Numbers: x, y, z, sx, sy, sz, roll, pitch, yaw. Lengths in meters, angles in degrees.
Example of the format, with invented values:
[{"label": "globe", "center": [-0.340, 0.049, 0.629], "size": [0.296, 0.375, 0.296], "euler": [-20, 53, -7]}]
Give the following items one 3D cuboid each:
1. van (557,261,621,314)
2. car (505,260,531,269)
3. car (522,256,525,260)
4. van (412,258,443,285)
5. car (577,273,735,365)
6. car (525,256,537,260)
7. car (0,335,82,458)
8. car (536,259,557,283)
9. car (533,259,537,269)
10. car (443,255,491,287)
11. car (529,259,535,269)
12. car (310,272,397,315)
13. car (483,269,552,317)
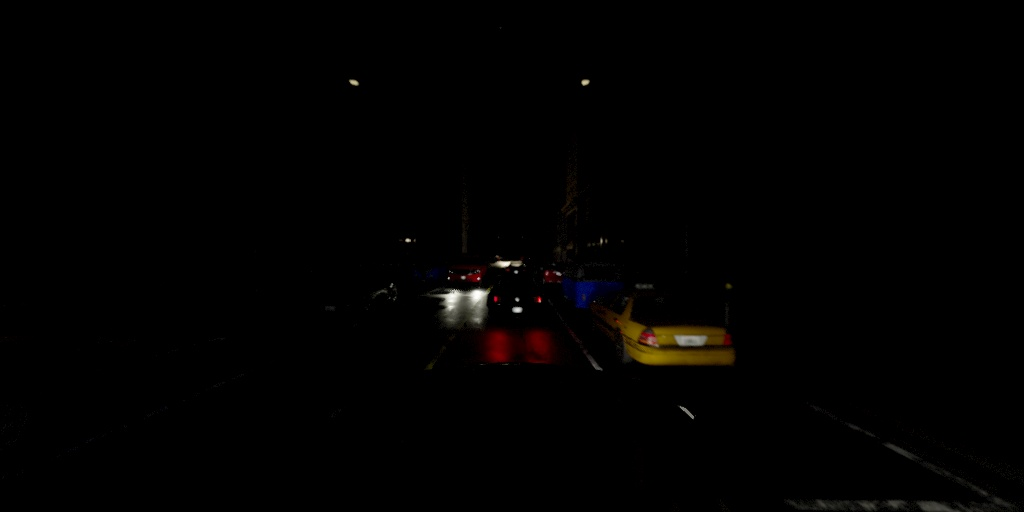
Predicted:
[{"label": "van", "center": [2.846, 1.082, 13.354], "size": [1.690, 1.789, 3.998], "euler": [0, 0, 0]}, {"label": "car", "center": [0.339, 1.264, 31.043], "size": [1.994, 1.385, 4.181], "euler": [0, 0, 0]}, {"label": "car", "center": [3.236, 0.981, 58.443], "size": [2.192, 1.841, 5.009], "euler": [0, 0, 0]}, {"label": "van", "center": [-5.581, 1.027, 24.688], "size": [1.690, 1.789, 3.998], "euler": [0, 0, 0]}, {"label": "car", "center": [2.798, 1.276, 7.888], "size": [1.751, 1.417, 4.829], "euler": [0, 0, 0]}, {"label": "car", "center": [3.139, 1.124, 47.170], "size": [1.967, 1.591, 4.097], "euler": [0, 0, 0]}, {"label": "car", "center": [-5.777, 1.270, 2.143], "size": [1.888, 1.381, 4.507], "euler": [0, 0, 0]}, {"label": "car", "center": [2.944, 1.162, 24.626], "size": [1.967, 1.591, 4.097], "euler": [0, 0, 0]}, {"label": "car", "center": [2.994, 1.238, 30.432], "size": [1.751, 1.417, 4.829], "euler": [0, 0, 0]}, {"label": "car", "center": [-2.903, 0.918, 24.345], "size": [2.150, 2.045, 5.566], "euler": [0, 0, 1]}, {"label": "car", "center": [3.041, 1.254, 35.898], "size": [2.007, 1.370, 4.403], "euler": [0, 0, 0]}, {"label": "car", "center": [-5.679, 1.271, 13.415], "size": [1.948, 1.339, 4.313], "euler": [0, 0, 0]}, {"label": "car", "center": [0.184, 1.331, 13.013], "size": [1.895, 1.301, 4.718], "euler": [0, 0, 1]}]
